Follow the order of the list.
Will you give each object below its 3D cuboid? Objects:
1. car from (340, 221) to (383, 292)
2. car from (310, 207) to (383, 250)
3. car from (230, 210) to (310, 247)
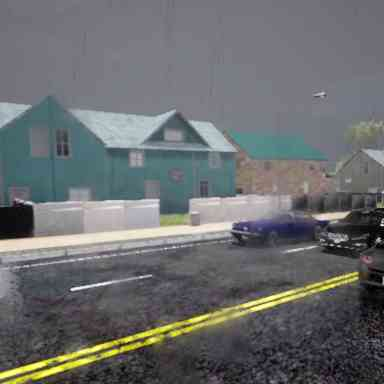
[{"bbox_3d":[5.490,1.437,7.357,4.674,1.442,1.812,-1,1,-35],"label":"car"},{"bbox_3d":[6.831,1.376,12.537,4.892,1.490,1.837,-1,0,-35],"label":"car"},{"bbox_3d":[3.908,1.484,14.449,4.718,1.301,1.895,-1,0,-35],"label":"car"}]
